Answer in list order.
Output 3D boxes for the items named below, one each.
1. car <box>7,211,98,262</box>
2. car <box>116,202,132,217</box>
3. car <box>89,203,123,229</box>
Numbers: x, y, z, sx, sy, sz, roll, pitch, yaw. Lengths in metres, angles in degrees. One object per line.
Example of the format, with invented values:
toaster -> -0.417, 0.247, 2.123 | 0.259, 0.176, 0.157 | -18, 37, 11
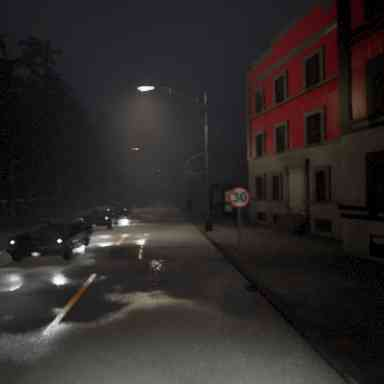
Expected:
car -> -5.176, 1.671, 12.786 | 1.895, 1.301, 4.718 | -1, 0, -5
car -> -6.899, 1.656, 31.908 | 1.895, 1.301, 4.718 | -1, 0, -5
car -> -6.012, 1.664, 21.968 | 1.895, 1.301, 4.718 | -1, 0, -5
